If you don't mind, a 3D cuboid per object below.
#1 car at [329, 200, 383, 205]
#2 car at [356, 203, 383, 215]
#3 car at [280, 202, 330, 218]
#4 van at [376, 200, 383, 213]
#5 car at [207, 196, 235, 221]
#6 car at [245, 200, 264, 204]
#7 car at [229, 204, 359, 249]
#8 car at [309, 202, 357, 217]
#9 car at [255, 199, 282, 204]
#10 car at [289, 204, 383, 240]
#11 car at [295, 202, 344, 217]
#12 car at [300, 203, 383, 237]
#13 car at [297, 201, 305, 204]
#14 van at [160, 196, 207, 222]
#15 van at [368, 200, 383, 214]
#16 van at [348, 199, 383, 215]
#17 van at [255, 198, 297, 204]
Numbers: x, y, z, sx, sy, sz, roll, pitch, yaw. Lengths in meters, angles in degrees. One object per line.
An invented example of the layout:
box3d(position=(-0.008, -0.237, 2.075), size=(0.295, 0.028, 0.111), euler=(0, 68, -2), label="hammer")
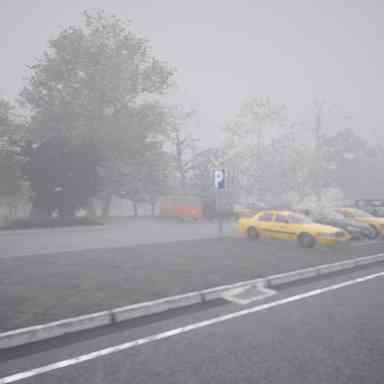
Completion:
box3d(position=(10.996, 1.563, 20.147), size=(2.185, 1.767, 4.553), euler=(2, -1, -35), label="car")
box3d(position=(26.142, 2.326, 46.972), size=(2.097, 1.535, 5.008), euler=(2, -1, -35), label="car")
box3d(position=(12.515, 1.941, 37.247), size=(2.097, 1.535, 5.008), euler=(2, -1, -35), label="car")
box3d(position=(30.577, 2.289, 50.271), size=(1.878, 1.987, 4.442), euler=(3, -2, -35), label="van")
box3d(position=(1.329, 1.383, 29.314), size=(2.435, 2.045, 5.566), euler=(1, -1, -35), label="car")
box3d(position=(3.702, 1.689, 30.745), size=(1.946, 1.575, 5.366), euler=(1, -1, -35), label="car")
box3d(position=(4.348, 1.541, 15.142), size=(1.946, 1.575, 5.366), euler=(1, -1, -35), label="car")
box3d(position=(17.128, 2.073, 40.534), size=(2.231, 1.521, 4.892), euler=(2, -1, -35), label="car")
box3d(position=(5.851, 1.755, 32.496), size=(2.231, 1.521, 4.892), euler=(2, -1, -35), label="car")
box3d(position=(6.491, 1.585, 16.904), size=(2.231, 1.521, 4.892), euler=(1, -1, -35), label="car")
box3d(position=(14.872, 2.008, 38.927), size=(2.097, 1.535, 5.008), euler=(2, -1, -35), label="car")
box3d(position=(8.748, 1.632, 18.514), size=(2.097, 1.535, 5.008), euler=(1, -1, -35), label="car")
box3d(position=(10.379, 1.755, 35.692), size=(2.185, 1.767, 4.553), euler=(2, -1, -35), label="car")
box3d(position=(-1.078, 1.360, 27.709), size=(1.878, 1.987, 4.442), euler=(1, -1, -35), label="van")
box3d(position=(28.350, 2.175, 48.397), size=(1.878, 1.987, 4.442), euler=(2, -1, -35), label="van")
box3d(position=(23.962, 2.036, 45.269), size=(1.878, 1.987, 4.442), euler=(2, -1, -35), label="van")
box3d(position=(8.040, 1.592, 34.207), size=(1.878, 1.987, 4.442), euler=(2, -1, -35), label="van")
